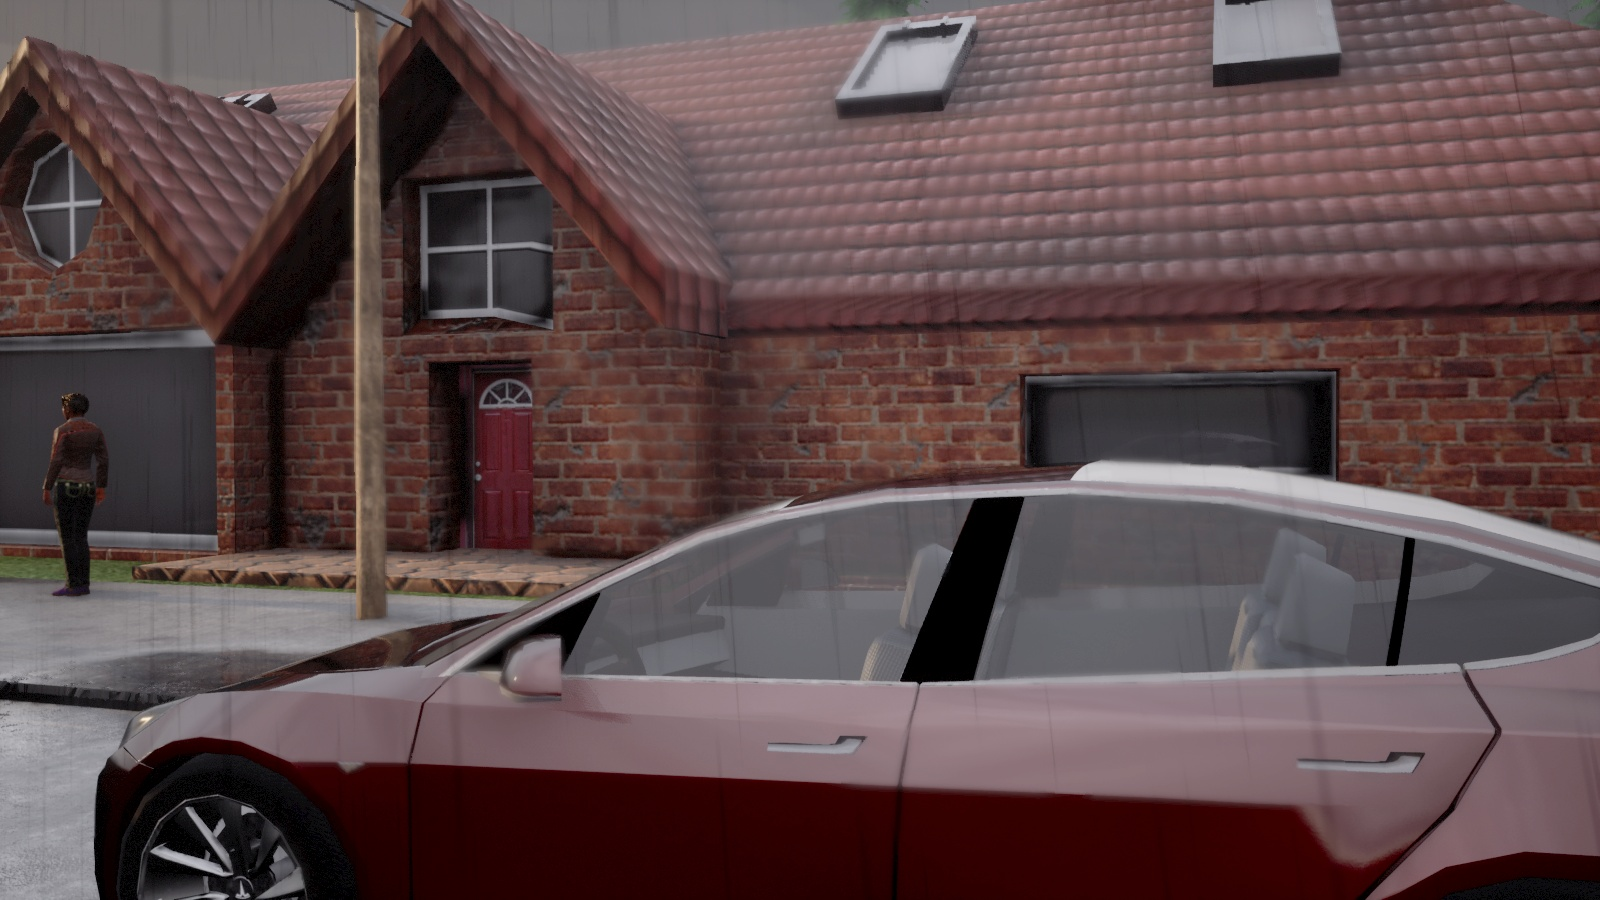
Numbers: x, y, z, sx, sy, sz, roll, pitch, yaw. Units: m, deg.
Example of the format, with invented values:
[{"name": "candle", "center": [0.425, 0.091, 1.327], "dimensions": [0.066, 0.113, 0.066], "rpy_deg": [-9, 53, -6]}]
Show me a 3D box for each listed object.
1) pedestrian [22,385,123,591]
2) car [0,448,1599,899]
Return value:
[{"name": "pedestrian", "center": [-6.565, 0.330, 11.330], "dimensions": [0.869, 1.805, 0.328], "rpy_deg": [1, 1, 24]}, {"name": "car", "center": [0.350, 0.770, 3.606], "dimensions": [4.792, 1.488, 2.163], "rpy_deg": [1, 1, 18]}]
